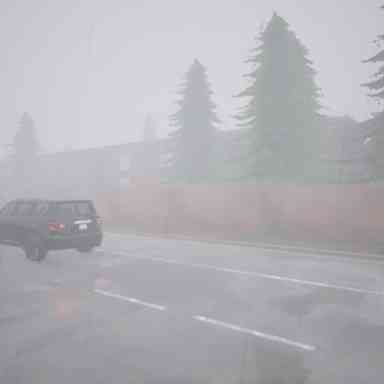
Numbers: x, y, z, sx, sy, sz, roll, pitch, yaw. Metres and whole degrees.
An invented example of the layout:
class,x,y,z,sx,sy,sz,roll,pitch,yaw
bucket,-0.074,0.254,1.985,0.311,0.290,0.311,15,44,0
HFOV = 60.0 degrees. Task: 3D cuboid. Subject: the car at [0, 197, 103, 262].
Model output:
class,x,y,z,sx,sy,sz,roll,pitch,yaw
car,-5.719,1.220,12.325,5.566,2.045,2.150,0,0,35
